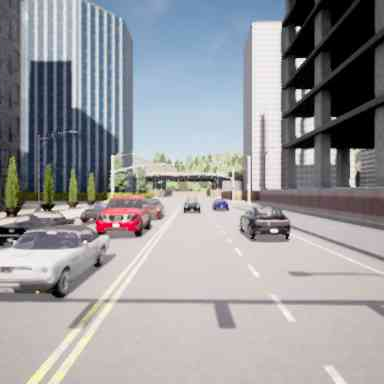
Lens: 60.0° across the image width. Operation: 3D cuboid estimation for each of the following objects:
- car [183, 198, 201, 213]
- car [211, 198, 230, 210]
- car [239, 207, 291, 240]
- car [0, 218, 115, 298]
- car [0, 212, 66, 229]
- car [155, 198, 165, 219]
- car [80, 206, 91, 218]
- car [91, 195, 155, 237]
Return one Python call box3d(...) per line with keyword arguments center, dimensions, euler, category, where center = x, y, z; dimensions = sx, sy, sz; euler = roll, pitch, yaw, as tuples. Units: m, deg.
box3d(center=(0.028, 1.596, 36.836), dimensions=(1.895, 1.301, 4.718), euler=(0, 0, 0), category="car")
box3d(center=(3.553, 1.521, 41.832), dimensions=(1.812, 1.442, 4.674), euler=(0, 0, 0), category="car")
box3d(center=(3.601, 1.489, 17.010), dimensions=(2.128, 1.511, 4.902), euler=(0, 0, 0), category="car")
box3d(center=(-3.596, 1.599, 8.645), dimensions=(1.895, 1.301, 4.718), euler=(0, 0, 0), category="car")
box3d(center=(-7.086, 1.598, 15.284), dimensions=(1.895, 1.301, 4.718), euler=(0, 0, 0), category="car")
box3d(center=(-3.499, 1.348, 28.408), dimensions=(2.097, 1.767, 4.553), euler=(0, 0, 0), category="car")
box3d(center=(-7.018, 1.543, 25.913), dimensions=(2.033, 1.411, 5.357), euler=(0, 0, 0), category="car")
box3d(center=(-3.575, 1.218, 18.419), dimensions=(2.150, 2.045, 5.566), euler=(0, 0, 0), category="car")
